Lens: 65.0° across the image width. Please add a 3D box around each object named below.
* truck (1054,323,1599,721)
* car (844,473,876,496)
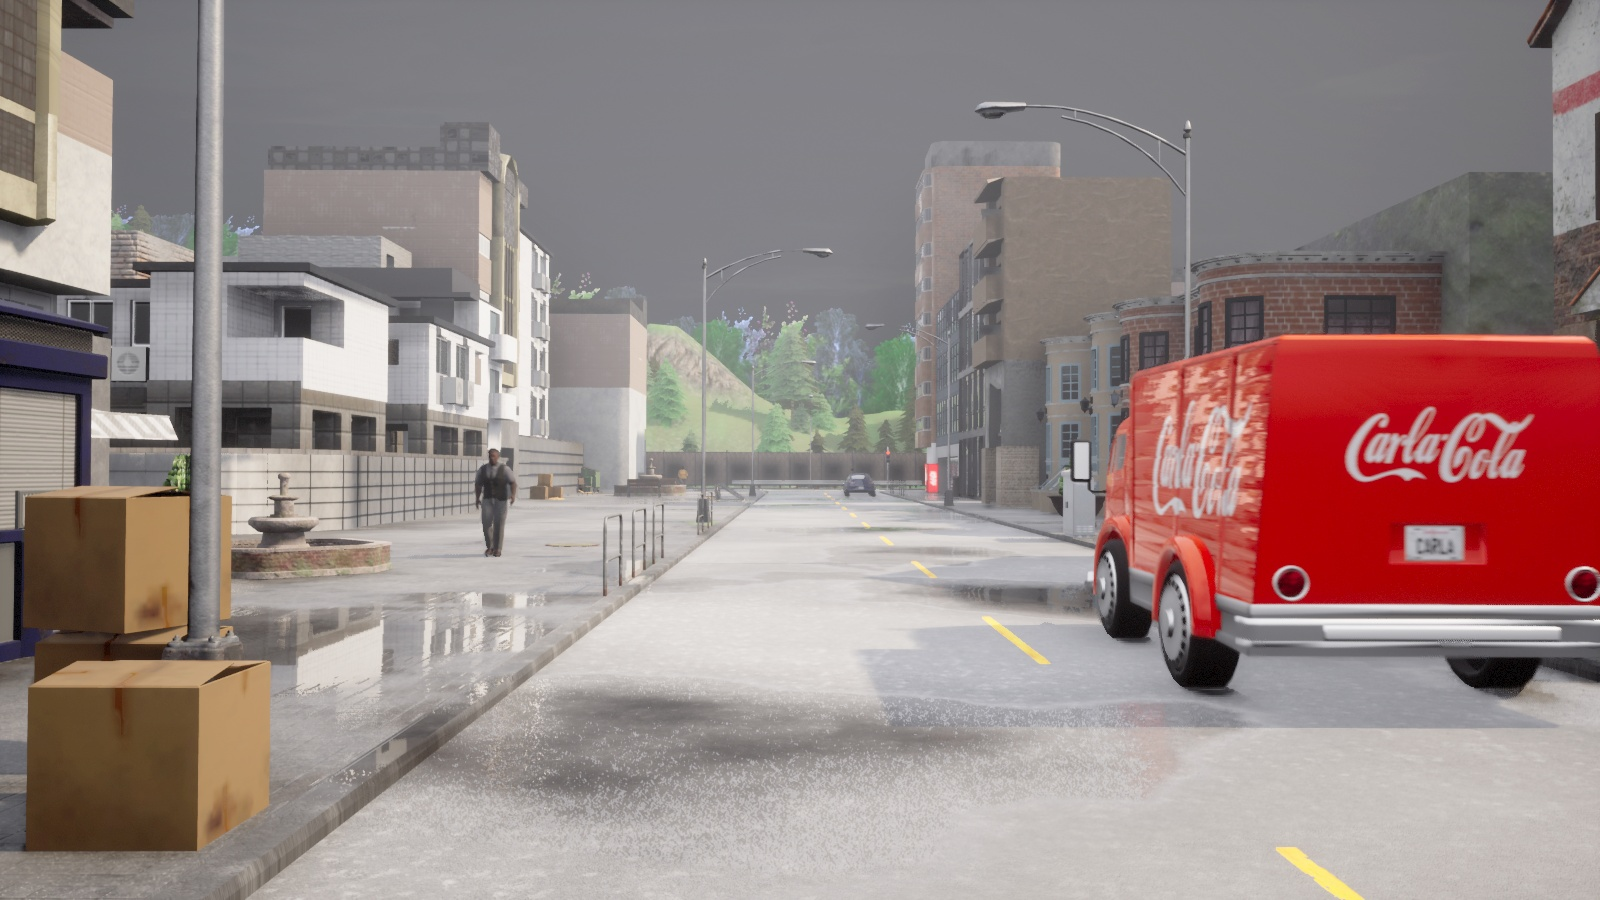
[{"bbox_3d":[3.963,0.487,10.434,2.627,2.467,5.204,0,-1,0],"label":"truck"},{"bbox_3d":[3.743,2.151,79.142,1.812,1.442,4.674,0,-1,0],"label":"car"}]
